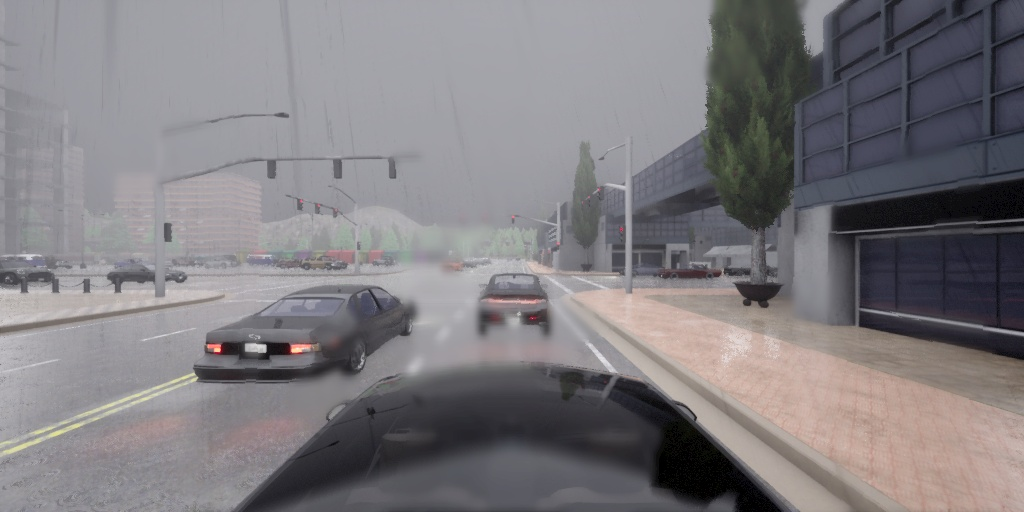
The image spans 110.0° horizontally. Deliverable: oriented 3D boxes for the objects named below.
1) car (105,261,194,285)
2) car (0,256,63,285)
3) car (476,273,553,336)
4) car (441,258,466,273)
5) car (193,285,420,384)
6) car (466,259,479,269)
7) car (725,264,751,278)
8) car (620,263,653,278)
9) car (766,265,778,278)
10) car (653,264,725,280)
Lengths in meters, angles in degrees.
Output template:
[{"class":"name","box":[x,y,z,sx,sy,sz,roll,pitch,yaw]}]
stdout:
[{"class":"car","box":[-26.030,1.276,25.626,4.674,1.442,1.812,0,0,0]},{"class":"car","box":[-35.852,1.102,25.599,4.553,1.767,2.097,0,0,0]},{"class":"car","box":[0.068,1.242,10.382,2.128,1.511,4.902,0,0,0]},{"class":"car","box":[-7.161,1.102,43.192,2.097,1.767,4.553,0,0,0]},{"class":"car","box":[-3.437,1.297,7.352,2.033,1.411,5.357,0,0,0]},{"class":"car","box":[-6.996,1.351,57.661,1.895,1.301,4.718,0,0,2]},{"class":"car","box":[22.364,1.351,33.564,4.718,1.301,1.895,0,0,0]},{"class":"car","box":[12.276,1.314,33.602,4.181,1.385,1.994,0,0,0]},{"class":"car","box":[24.571,1.240,30.054,4.902,1.511,2.128,0,0,0]},{"class":"car","box":[14.765,1.351,30.093,4.718,1.301,1.895,0,0,0]}]
